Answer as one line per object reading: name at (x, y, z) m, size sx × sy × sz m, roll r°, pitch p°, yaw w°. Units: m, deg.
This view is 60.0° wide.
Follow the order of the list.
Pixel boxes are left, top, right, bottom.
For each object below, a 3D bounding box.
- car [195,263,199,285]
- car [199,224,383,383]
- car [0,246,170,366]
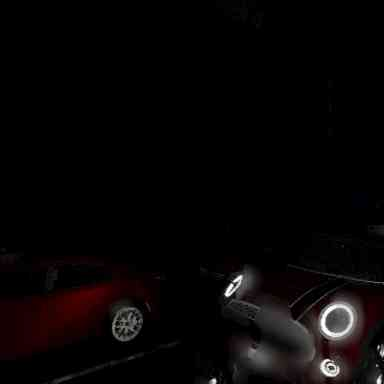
car at (2.024, 1.582, 7.986) m, size 4.206 × 1.307 × 1.802 m, roll 0°, pitch 0°, yaw -36°
car at (2.597, 1.352, 5.239) m, size 4.553 × 1.767 × 2.097 m, roll 0°, pitch 0°, yaw -36°
car at (-2.470, 1.545, 4.772) m, size 4.507 × 1.381 × 1.887 m, roll 0°, pitch 0°, yaw -36°
